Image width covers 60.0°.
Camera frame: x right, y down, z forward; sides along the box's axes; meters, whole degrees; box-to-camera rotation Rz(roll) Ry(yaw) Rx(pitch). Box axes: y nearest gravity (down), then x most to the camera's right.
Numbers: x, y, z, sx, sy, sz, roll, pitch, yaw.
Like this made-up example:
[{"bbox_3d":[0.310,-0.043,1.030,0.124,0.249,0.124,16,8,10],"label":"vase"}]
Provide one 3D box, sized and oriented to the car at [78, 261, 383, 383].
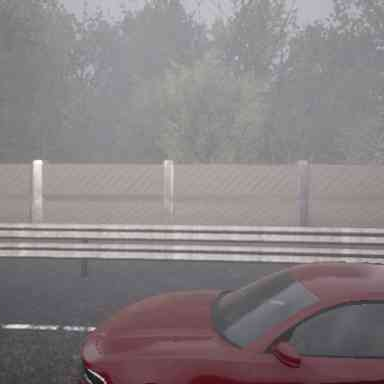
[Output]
[{"bbox_3d":[1.443,1.475,3.214,5.008,1.535,1.882,0,0,6],"label":"car"}]
